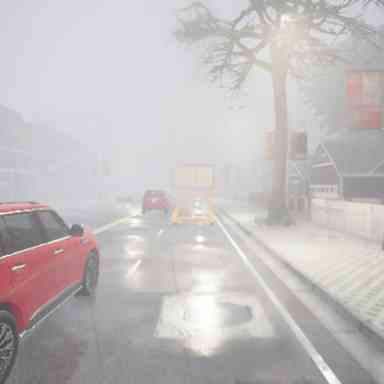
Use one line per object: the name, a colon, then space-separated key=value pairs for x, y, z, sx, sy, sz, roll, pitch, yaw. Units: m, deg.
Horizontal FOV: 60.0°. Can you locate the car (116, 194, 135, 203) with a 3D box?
car: x=-9.662 y=0.907 z=48.309 sx=1.895 sy=1.301 sz=4.718 roll=0 pitch=1 yaw=0

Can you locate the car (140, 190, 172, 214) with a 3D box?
car: x=-3.059 y=0.797 z=29.315 sx=2.150 sy=2.045 sz=5.566 roll=0 pitch=1 yaw=0

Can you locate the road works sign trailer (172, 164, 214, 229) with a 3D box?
road works sign trailer: x=0.067 y=0.185 z=19.154 sx=2.380 sy=3.560 sz=2.880 roll=0 pitch=1 yaw=0

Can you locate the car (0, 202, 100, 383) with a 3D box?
car: x=-3.132 y=1.145 z=5.092 sx=2.150 sy=2.045 sz=5.566 roll=0 pitch=1 yaw=0

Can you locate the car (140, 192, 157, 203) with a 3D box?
car: x=-6.405 y=0.771 z=49.203 sx=1.882 sy=1.535 sz=5.008 roll=0 pitch=1 yaw=0
